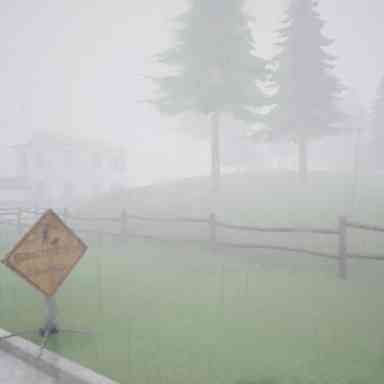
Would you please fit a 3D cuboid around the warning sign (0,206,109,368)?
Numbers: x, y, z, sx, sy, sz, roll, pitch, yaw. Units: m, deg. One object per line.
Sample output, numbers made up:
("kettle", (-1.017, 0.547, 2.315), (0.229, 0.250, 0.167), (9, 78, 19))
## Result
("warning sign", (-2.065, 1.161, 4.787), (1.060, 1.860, 1.300), (-1, 0, 35))
